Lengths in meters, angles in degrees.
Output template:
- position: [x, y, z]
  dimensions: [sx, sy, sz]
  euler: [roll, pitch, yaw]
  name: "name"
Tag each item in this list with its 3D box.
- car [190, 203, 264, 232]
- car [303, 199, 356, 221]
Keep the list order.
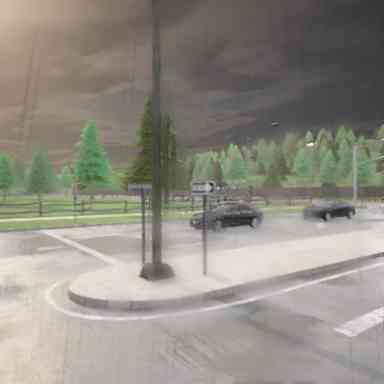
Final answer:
- position: [2.111, 1.432, 19.617]
  dimensions: [4.892, 1.490, 1.837]
  euler: [0, 0, -35]
  name: "car"
- position: [10.614, 1.346, 25.656]
  dimensions: [5.008, 1.535, 1.882]
  euler: [0, 0, -35]
  name: "car"
